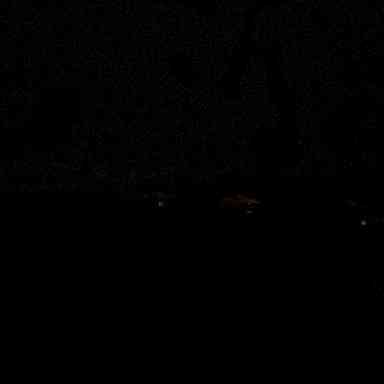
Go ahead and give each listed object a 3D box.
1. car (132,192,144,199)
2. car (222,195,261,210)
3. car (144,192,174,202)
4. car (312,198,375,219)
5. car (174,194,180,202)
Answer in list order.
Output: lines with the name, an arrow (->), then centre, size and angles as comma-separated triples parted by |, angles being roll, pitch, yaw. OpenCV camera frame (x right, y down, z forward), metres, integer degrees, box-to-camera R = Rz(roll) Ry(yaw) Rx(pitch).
car -> -9.742, 0.706, 63.461 | 1.994, 1.385, 4.181 | 1, 0, -36
car -> 5.483, 1.107, 37.341 | 1.882, 1.535, 5.008 | 1, 1, -36
car -> -5.253, 0.831, 52.388 | 1.812, 1.442, 4.674 | 1, 0, -35
car -> 12.458, 1.319, 27.612 | 1.882, 1.535, 5.008 | 1, 1, -36
car -> -4.089, 0.856, 55.674 | 2.033, 1.411, 5.357 | 1, 0, -35
